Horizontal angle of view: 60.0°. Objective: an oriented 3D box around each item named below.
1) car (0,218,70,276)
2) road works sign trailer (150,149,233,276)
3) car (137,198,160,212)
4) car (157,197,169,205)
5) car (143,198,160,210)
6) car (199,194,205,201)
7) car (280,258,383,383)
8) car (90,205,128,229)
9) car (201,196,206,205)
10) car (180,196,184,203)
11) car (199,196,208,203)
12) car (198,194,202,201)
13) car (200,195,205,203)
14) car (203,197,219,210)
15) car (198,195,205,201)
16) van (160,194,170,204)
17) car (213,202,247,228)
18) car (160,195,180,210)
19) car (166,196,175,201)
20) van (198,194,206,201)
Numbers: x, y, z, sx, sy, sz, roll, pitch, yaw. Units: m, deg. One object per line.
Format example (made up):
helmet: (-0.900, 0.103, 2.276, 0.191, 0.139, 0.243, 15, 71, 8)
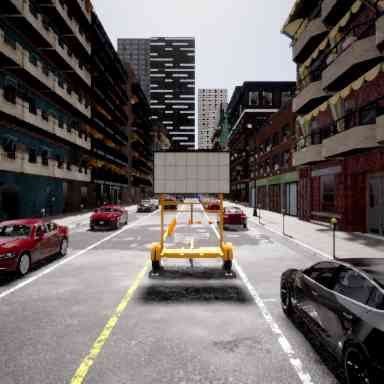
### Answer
car: (-5.312, 1.548, 10.373, 1.887, 1.381, 4.507, 1, 0, 0)
road works sign trailer: (-0.005, 0.467, 10.377, 2.380, 3.560, 2.880, 0, 0, 0)
car: (-5.325, 1.576, 38.822, 2.008, 1.369, 4.403, 1, 0, 0)
car: (-5.336, 1.598, 61.581, 1.887, 1.381, 4.507, 1, 0, 0)
car: (-5.328, 1.556, 44.342, 1.752, 1.417, 4.829, 1, 0, 0)
car: (2.547, 1.570, 56.075, 1.752, 1.417, 4.829, 0, 0, 0)
car: (2.570, 1.567, 4.699, 1.947, 1.339, 4.313, 1, 0, 0)
car: (-5.317, 1.554, 21.752, 1.887, 1.381, 4.507, 1, 0, 0)
car: (2.553, 1.576, 44.527, 1.887, 1.381, 4.507, 1, 0, 0)
car: (-2.782, 1.594, 70.191, 1.812, 1.442, 4.674, 0, 0, 0)
car: (2.539, 1.656, 72.973, 1.802, 1.307, 4.206, 0, 0, 0)
car: (2.542, 1.588, 67.454, 1.752, 1.417, 4.829, 0, 0, 0)
car: (2.550, 1.582, 50.216, 1.887, 1.381, 4.507, 1, 0, 0)
car: (2.555, 1.607, 38.836, 1.802, 1.307, 4.206, 1, 0, 0)
car: (2.532, 1.638, 90.213, 1.752, 1.417, 4.829, 0, 0, 0)
van: (-5.336, 1.404, 67.270, 1.690, 1.788, 3.998, 1, 0, 0)
car: (2.562, 1.591, 21.767, 1.802, 1.307, 4.206, 1, 0, 0)
car: (-2.869, 1.507, 42.687, 1.882, 1.535, 5.008, 0, 0, 0)
car: (-5.346, 1.643, 84.340, 1.887, 1.381, 4.507, 0, 0, 0)
van: (2.536, 1.440, 84.353, 1.690, 1.788, 3.998, 0, 0, 0)
